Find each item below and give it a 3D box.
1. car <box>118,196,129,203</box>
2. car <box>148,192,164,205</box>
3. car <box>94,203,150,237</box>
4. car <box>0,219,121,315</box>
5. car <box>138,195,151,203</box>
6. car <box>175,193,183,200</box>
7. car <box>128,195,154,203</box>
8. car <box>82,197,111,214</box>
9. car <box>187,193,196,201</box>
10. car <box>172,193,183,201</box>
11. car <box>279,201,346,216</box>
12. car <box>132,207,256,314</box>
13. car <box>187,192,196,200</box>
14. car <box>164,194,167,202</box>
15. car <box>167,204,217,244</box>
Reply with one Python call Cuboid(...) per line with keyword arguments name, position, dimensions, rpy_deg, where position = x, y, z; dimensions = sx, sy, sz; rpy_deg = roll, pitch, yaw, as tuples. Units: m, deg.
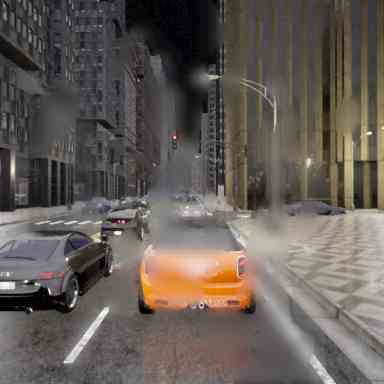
Cuboid(name="car", position=(-9.897, 1.402, 50.468), dimensions=(2.128, 1.511, 4.902), rpy_deg=(0, 0, 0))
Cuboid(name="car", position=(-6.658, 1.108, 57.255), dimensions=(2.150, 2.045, 5.566), rpy_deg=(0, 0, 0))
Cuboid(name="car", position=(-3.165, 1.494, 16.563), dimensions=(1.837, 1.490, 4.892), rpy_deg=(0, 0, 0))
Cuboid(name="car", position=(-3.164, 1.562, 7.667), dimensions=(1.994, 1.385, 4.181), rpy_deg=(0, 0, 0))
Cuboid(name="car", position=(-9.823, 1.351, 68.954), dimensions=(1.837, 1.490, 4.892), rpy_deg=(0, 0, 0))
Cuboid(name="car", position=(-3.338, 1.126, 84.315), dimensions=(1.837, 1.490, 4.892), rpy_deg=(0, 0, 0))
Cuboid(name="car", position=(-6.645, 1.479, 44.166), dimensions=(2.033, 1.411, 5.357), rpy_deg=(0, 0, 0))
Cuboid(name="car", position=(-9.887, 1.309, 34.715), dimensions=(2.097, 1.767, 4.553), rpy_deg=(0, 0, 0))
Cuboid(name="car", position=(-0.077, 1.345, 74.313), dimensions=(1.812, 1.442, 4.674), rpy_deg=(0, 0, 0))
Cuboid(name="car", position=(-3.327, 1.176, 74.279), dimensions=(2.097, 1.767, 4.553), rpy_deg=(0, 0, 0))
Cuboid(name="car", position=(10.291, 1.438, 28.634), dimensions=(5.357, 1.411, 2.033), rpy_deg=(0, 0, -1))
Cuboid(name="car", position=(0.096, 1.350, 7.764), dimensions=(2.097, 1.767, 4.553), rpy_deg=(0, 0, 0))
Cuboid(name="car", position=(-0.088, 0.982, 84.287), dimensions=(2.097, 1.767, 4.553), rpy_deg=(0, 0, 0))
Cuboid(name="car", position=(-6.578, 1.187, 72.949), dimensions=(2.097, 1.767, 4.553), rpy_deg=(0, 0, 0))
Cuboid(name="car", position=(0.015, 1.480, 16.770), dimensions=(2.128, 1.511, 4.902), rpy_deg=(0, 0, 1))
